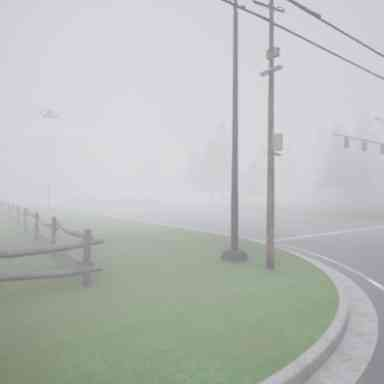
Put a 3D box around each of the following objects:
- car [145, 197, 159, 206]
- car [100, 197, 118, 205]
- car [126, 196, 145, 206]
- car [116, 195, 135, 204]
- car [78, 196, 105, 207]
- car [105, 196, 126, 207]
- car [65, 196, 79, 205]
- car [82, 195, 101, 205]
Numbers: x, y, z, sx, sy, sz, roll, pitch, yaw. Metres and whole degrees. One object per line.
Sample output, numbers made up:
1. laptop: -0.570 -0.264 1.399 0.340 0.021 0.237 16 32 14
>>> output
1. car: -7.647 1.693 59.485 2.128 1.511 4.902 0 0 -35
2. car: -16.418 1.680 65.873 1.837 1.490 4.892 0 0 -35
3. car: -10.557 1.654 57.540 1.882 1.535 5.008 0 0 -35
4. car: -13.537 1.515 67.863 2.097 1.767 4.553 0 0 -35
5. car: -16.199 1.729 53.478 1.895 1.301 4.718 0 0 -35
6. car: -13.418 1.630 55.524 1.882 1.535 5.008 0 0 -35
7. car: -22.126 1.481 61.824 2.097 1.767 4.553 0 0 -35
8. car: -19.263 1.505 63.836 2.097 1.767 4.553 0 0 -35
